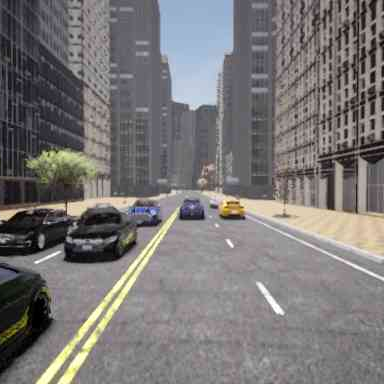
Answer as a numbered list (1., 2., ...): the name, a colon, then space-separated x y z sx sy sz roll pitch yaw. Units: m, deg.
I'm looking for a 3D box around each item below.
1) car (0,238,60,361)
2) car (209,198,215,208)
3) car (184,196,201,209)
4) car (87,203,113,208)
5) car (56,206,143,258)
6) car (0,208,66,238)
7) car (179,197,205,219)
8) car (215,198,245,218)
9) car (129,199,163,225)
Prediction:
1. car: -3.327 1.552 3.817 1.994 1.385 4.181 0 0 1
2. car: 3.342 1.451 45.161 1.895 1.301 4.718 0 0 0
3. car: 0.058 1.346 44.031 2.128 1.511 4.902 0 0 0
4. car: -6.503 1.488 23.903 1.994 1.385 4.181 0 0 0
5. car: -3.271 1.486 12.783 1.812 1.442 4.674 0 0 0
6. car: -6.510 1.461 13.924 1.837 1.490 4.892 0 0 0
7. car: 0.015 1.261 28.521 2.097 1.767 4.553 0 0 0
8. car: 3.348 1.387 28.630 1.882 1.535 5.008 0 0 0
9. car: -3.253 1.279 23.071 2.097 1.767 4.553 0 0 0
